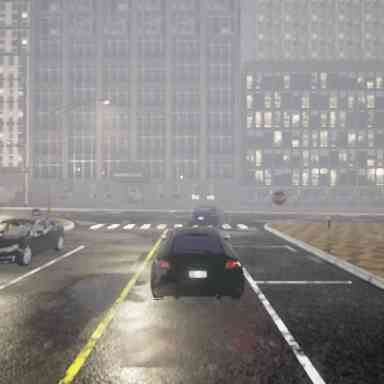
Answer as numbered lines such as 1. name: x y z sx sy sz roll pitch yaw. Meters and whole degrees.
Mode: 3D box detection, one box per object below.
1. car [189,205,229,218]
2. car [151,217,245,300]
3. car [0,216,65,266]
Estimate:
1. car: 1.166 1.591 22.623 1.994 1.385 4.181 0 0 17
2. car: 0.102 1.575 8.494 1.994 1.385 4.181 0 0 0
3. car: -5.813 1.565 11.447 2.008 1.369 4.403 1 0 0
